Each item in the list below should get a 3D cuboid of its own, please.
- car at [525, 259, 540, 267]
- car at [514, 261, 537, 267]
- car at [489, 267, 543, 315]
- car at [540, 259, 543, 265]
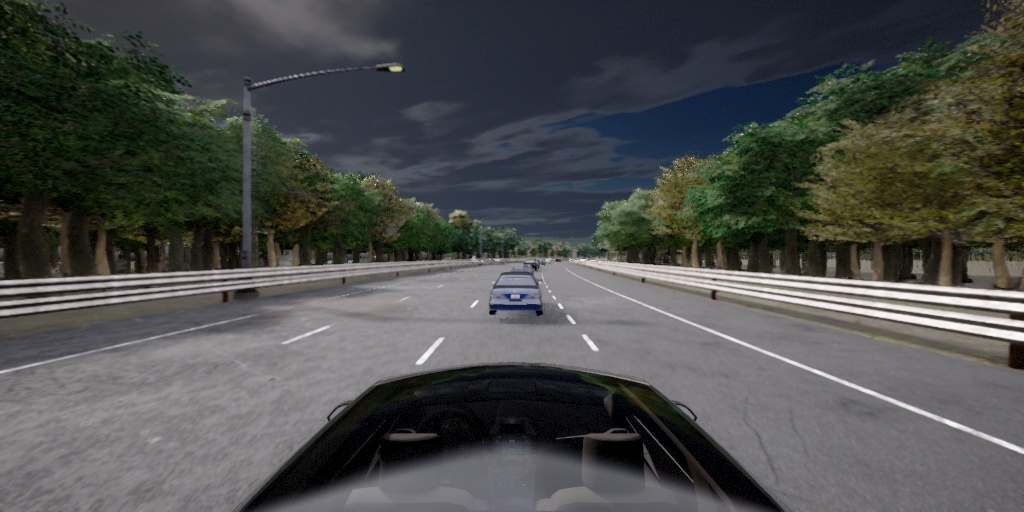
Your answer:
[{"bbox_3d":[2.583,1.245,50.071,1.882,1.535,5.008,0,0,6],"label":"car"},{"bbox_3d":[0.935,1.358,30.608,1.895,1.301,4.718,0,0,4],"label":"car"},{"bbox_3d":[0.173,1.299,13.602,2.033,1.411,5.357,0,0,2],"label":"car"},{"bbox_3d":[3.703,1.307,59.752,1.812,1.442,4.674,0,0,7],"label":"car"}]
